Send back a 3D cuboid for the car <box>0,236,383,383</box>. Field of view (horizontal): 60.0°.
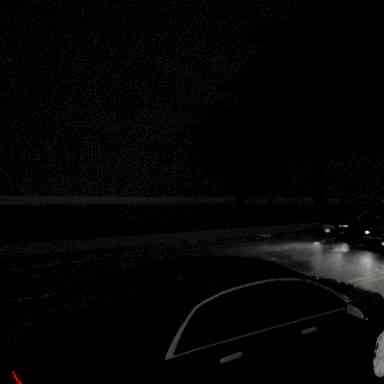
[{"bbox_3d":[0.565,1.530,3.840,4.892,1.490,1.837,1,0,-35],"label":"car"}]

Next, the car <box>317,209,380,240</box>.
[{"bbox_3d":[8.673,1.664,17.825,4.902,1.511,2.128,1,0,-35],"label":"car"}]

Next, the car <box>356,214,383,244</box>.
[{"bbox_3d":[9.368,1.758,14.330,4.718,1.301,1.895,1,0,-35],"label":"car"}]
